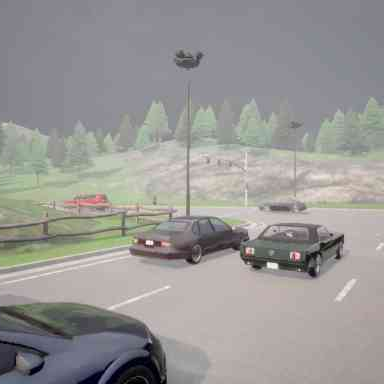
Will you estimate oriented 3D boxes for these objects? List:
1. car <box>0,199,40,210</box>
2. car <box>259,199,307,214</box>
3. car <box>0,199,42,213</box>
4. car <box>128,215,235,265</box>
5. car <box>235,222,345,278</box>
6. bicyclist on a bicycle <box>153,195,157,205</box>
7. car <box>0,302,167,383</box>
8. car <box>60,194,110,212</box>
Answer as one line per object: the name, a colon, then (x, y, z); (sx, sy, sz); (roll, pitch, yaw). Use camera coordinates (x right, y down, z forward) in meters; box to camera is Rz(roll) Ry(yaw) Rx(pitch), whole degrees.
car: (-22.360, 1.600, 42.902); (4.718, 1.301, 1.895); (0, 0, -1)
car: (9.631, 1.492, 35.263); (4.902, 1.511, 2.128); (0, 0, 22)
car: (-18.803, 1.491, 35.883); (4.902, 1.511, 2.128); (0, 0, 4)
car: (0.180, 1.547, 11.911); (2.033, 1.411, 5.357); (0, 0, 35)
car: (3.352, 1.601, 10.337); (1.895, 1.301, 4.718); (0, 0, 35)
bicyclist on a bicycle: (-5.785, 1.302, 51.925); (0.582, 1.620, 1.656); (0, 0, 14)
car: (-2.065, 1.564, 2.474); (1.994, 1.385, 4.181); (0, 0, 35)
car: (-12.334, 1.219, 38.520); (5.566, 2.045, 2.150); (0, 0, 11)
